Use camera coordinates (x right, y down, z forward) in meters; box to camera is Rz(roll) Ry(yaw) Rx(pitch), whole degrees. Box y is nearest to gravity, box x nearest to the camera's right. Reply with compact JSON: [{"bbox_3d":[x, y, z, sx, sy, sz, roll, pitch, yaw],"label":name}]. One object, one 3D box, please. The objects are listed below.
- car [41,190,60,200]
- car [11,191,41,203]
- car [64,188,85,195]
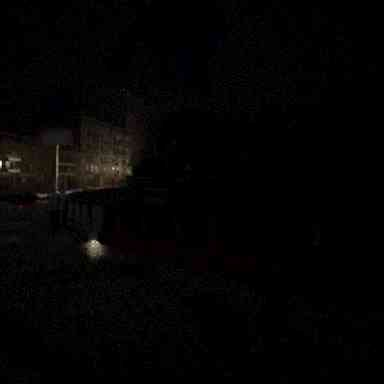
[{"bbox_3d":[-22.160,0.420,51.368,1.895,1.301,4.718,2,2,3],"label":"car"},{"bbox_3d":[-21.631,0.635,42.873,1.812,1.442,4.674,2,2,-5],"label":"car"},{"bbox_3d":[-21.477,-0.022,61.424,2.033,1.411,5.357,2,3,9],"label":"car"}]
